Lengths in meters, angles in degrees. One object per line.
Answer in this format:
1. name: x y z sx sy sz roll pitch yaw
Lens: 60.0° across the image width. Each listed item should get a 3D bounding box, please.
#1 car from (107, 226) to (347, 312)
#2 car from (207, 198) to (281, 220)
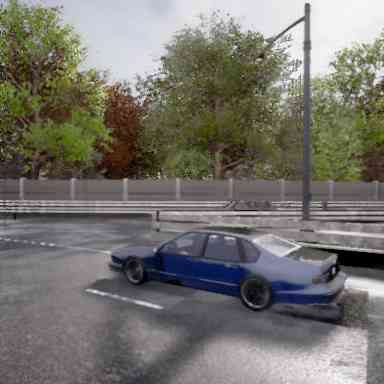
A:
1. car: 0.529 1.499 7.577 5.357 1.411 2.033 0 0 33
2. car: 2.738 1.205 19.310 4.553 1.767 2.097 1 0 -4
